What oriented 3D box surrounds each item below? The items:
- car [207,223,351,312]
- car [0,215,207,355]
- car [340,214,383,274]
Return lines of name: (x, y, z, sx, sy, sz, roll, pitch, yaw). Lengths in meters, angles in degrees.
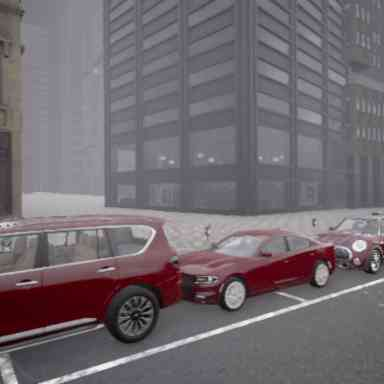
car: (1.513, 1.567, 7.740, 4.507, 1.381, 1.887, 0, -1, -35)
car: (-2.466, 1.318, 4.905, 5.009, 1.841, 2.192, 0, -1, -35)
car: (5.490, 1.481, 10.578, 4.097, 1.590, 1.967, 0, -1, -35)
